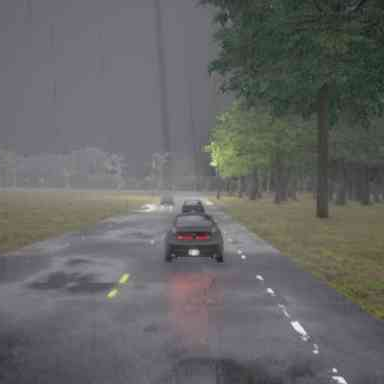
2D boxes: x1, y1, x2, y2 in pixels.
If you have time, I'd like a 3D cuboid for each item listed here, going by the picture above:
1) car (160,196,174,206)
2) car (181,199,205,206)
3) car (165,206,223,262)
[{"bbox_3d":[-3.560,1.223,48.512,2.033,1.411,5.357,0,1,0],"label":"car"},{"bbox_3d":[0.091,1.365,28.449,1.882,1.535,5.008,0,0,0],"label":"car"},{"bbox_3d":[0.077,1.480,12.055,1.837,1.490,4.892,0,1,0],"label":"car"}]
